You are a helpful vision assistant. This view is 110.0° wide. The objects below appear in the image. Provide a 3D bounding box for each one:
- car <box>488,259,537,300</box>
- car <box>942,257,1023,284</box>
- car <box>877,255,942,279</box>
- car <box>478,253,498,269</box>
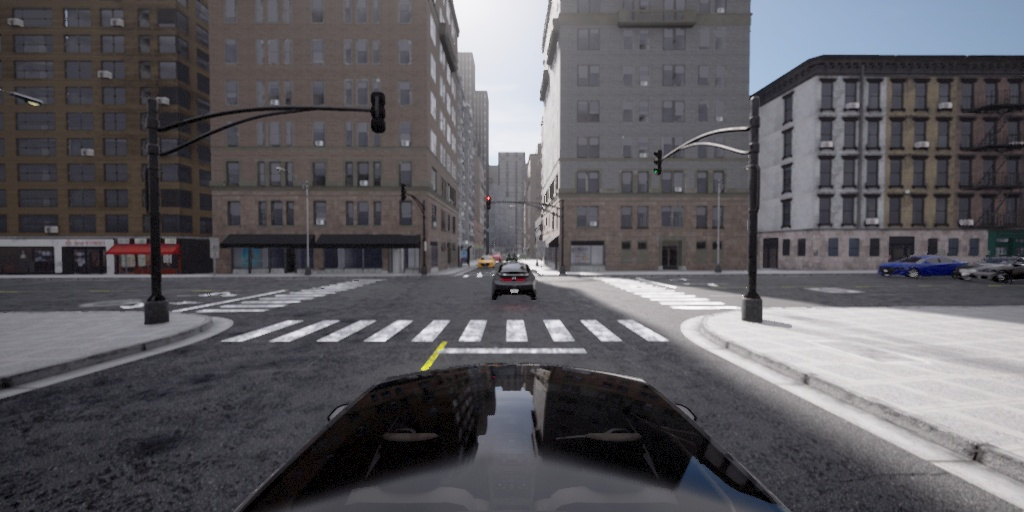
[{"bbox_3d":[0.091,1.072,16.511,1.837,1.490,4.892,0,1,0],"label":"car"},{"bbox_3d":[29.333,0.796,21.235,4.902,1.511,2.128,0,1,0],"label":"car"},{"bbox_3d":[28.005,0.719,24.478,5.008,1.535,1.882,0,1,0],"label":"car"},{"bbox_3d":[-3.119,0.745,44.064,1.882,1.535,5.008,0,1,0],"label":"car"}]
